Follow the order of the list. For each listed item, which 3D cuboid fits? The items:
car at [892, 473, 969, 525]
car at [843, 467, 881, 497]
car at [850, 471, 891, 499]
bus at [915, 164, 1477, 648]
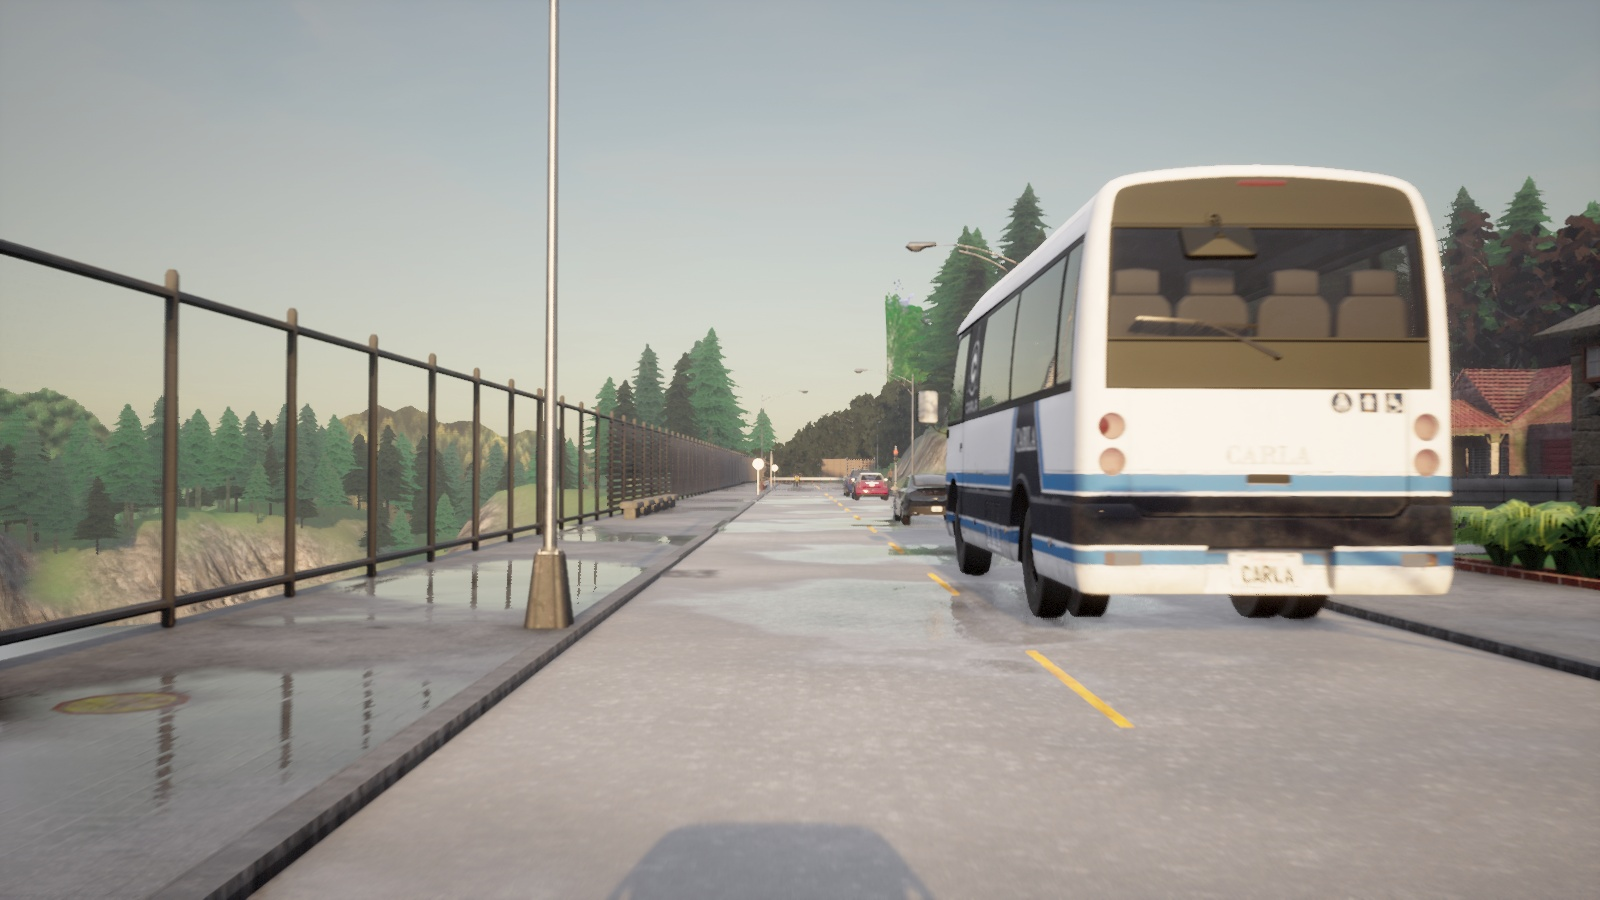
[{"bbox_3d":[3.907,1.447,38.413,1.837,1.490,4.892,0,-1,0],"label":"car"},{"bbox_3d":[3.821,1.967,78.198,2.097,1.767,4.553,0,-1,0],"label":"car"},{"bbox_3d":[3.841,1.918,68.917,1.970,1.475,3.806,0,-1,0],"label":"car"},{"bbox_3d":[3.955,-0.306,16.206,3.944,4.253,10.273,0,-1,0],"label":"bus"}]
